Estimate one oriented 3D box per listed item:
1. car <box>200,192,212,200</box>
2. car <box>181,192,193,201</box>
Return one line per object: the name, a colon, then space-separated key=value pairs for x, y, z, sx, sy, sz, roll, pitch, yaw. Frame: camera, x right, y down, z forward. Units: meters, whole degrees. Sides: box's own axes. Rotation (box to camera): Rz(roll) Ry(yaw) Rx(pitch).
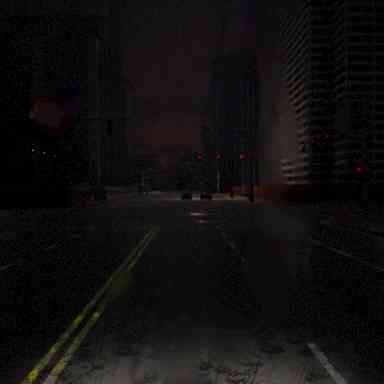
car: x=2.520 y=0.727 z=60.406 sx=2.128 sy=1.511 sz=4.902 roll=0 pitch=1 yaw=-1
car: x=-0.980 y=0.768 z=60.348 sx=1.837 sy=1.490 sz=4.892 roll=0 pitch=1 yaw=-1
